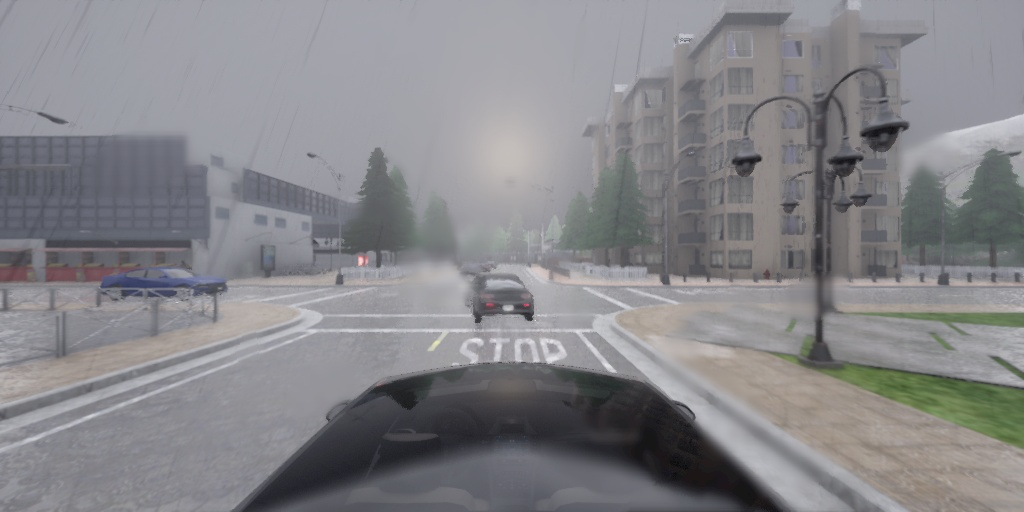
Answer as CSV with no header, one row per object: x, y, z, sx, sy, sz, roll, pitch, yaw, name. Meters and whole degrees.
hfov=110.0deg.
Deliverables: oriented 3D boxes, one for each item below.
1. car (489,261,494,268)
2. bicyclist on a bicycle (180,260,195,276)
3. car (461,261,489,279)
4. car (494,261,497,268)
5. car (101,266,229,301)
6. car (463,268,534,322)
-3.562,1.486,43.971,1.895,1.301,4.718,0,0,0,car
-22.354,1.107,24.516,0.582,1.620,1.656,0,0,1,bicyclist on a bicycle
-3.570,1.400,33.651,2.033,1.411,5.357,0,0,0,car
-3.459,1.549,59.034,2.033,1.411,5.357,0,0,0,car
-16.280,1.260,16.967,5.008,1.535,1.882,0,0,1,car
-0.523,1.309,12.434,1.812,1.442,4.674,0,0,-11,car
